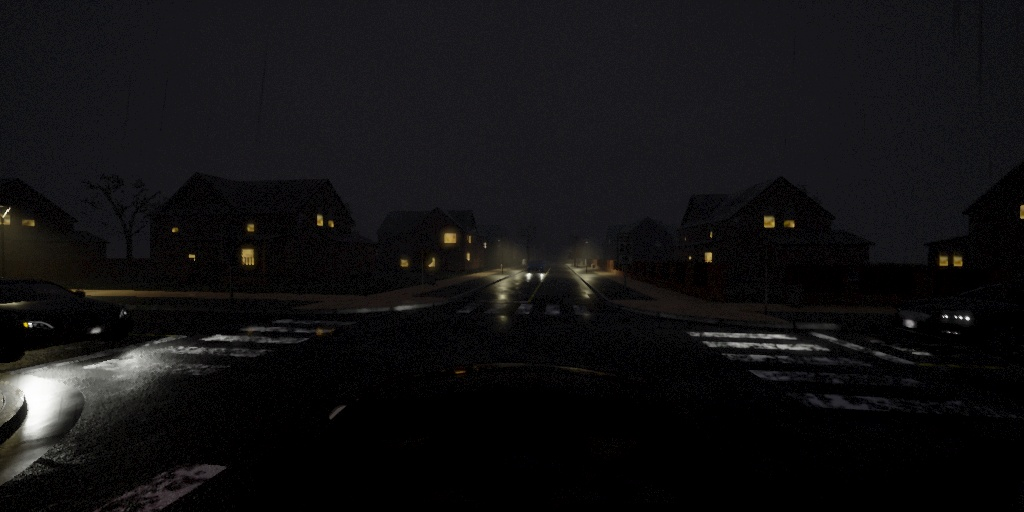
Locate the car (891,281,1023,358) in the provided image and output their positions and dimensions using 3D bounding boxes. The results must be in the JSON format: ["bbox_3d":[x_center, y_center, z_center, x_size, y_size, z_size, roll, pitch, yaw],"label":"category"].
[{"bbox_3d":[11.505,1.296,7.785,4.902,1.511,2.128,0,0,9],"label":"car"}]

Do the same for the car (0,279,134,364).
[{"bbox_3d":[-10.685,1.213,7.506,4.674,1.442,1.812,0,0,7],"label":"car"}]

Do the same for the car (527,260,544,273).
[{"bbox_3d":[2.887,1.230,43.406,1.882,1.535,5.008,0,0,7],"label":"car"}]
